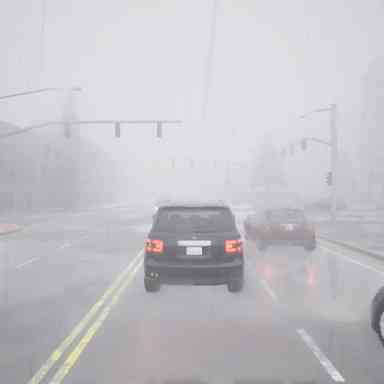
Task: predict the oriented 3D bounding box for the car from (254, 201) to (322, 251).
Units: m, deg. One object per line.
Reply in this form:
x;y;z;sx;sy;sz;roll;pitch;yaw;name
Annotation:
3.531;1.352;14.214;2.097;1.767;4.553;0;0;0;car

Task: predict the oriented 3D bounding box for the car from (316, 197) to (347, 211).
14.988;1.352;37.633;4.553;1.767;2.097;0;0;-2;car

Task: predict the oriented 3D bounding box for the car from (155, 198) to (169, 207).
-4.717;1.600;52.206;1.895;1.301;4.718;0;0;-1;car

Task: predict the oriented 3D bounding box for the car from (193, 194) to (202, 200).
1.436;1.439;90.551;2.128;1.511;4.902;0;0;-1;car

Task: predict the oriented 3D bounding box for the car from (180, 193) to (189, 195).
-1.814;1.495;80.269;1.837;1.490;4.892;0;0;-1;car

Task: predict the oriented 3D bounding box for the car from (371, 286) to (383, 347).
3.604;1.501;3.060;1.837;1.490;4.892;0;-1;0;car

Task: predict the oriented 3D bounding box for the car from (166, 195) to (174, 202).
-5.316;1.456;80.292;1.882;1.535;5.008;0;0;-1;car

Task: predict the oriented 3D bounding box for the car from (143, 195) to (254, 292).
0.051;1.221;9.035;2.150;2.045;5.566;0;0;0;car

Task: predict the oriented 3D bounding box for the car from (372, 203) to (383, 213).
21.192;1.491;34.300;4.902;1.511;2.128;0;0;-2;car

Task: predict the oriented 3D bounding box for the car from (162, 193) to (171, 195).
-4.979;1.221;64.895;2.150;2.045;5.566;0;0;-1;car

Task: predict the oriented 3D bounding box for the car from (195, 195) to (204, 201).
1.679;1.545;80.576;1.994;1.385;4.181;0;0;-1;car
